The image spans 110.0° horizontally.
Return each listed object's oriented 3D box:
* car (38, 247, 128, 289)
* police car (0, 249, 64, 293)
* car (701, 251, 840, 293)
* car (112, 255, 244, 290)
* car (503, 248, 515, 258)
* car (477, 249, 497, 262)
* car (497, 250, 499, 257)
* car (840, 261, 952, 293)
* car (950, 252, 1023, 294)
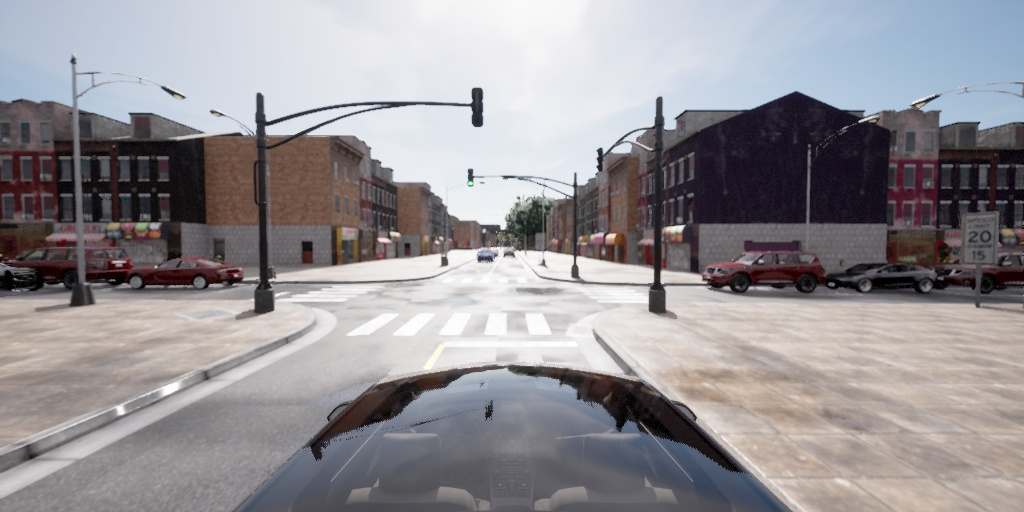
[{"bbox_3d":[-20.254,0.485,16.301,5.009,1.841,2.192,0,0,-1],"label":"car"},{"bbox_3d":[-21.006,0.673,13.633,5.238,1.638,1.930,0,2,-1],"label":"police car"},{"bbox_3d":[11.587,0.673,16.625,5.009,1.841,2.192,0,0,-1],"label":"car"},{"bbox_3d":[-14.821,0.745,16.356,4.507,1.381,1.888,0,0,-1],"label":"car"},{"bbox_3d":[-0.467,-0.504,58.302,1.812,1.442,4.674,0,2,0],"label":"car"},{"bbox_3d":[-3.182,-0.097,43.504,1.882,1.535,5.008,0,2,0],"label":"car"},{"bbox_3d":[-3.255,-0.576,62.887,2.033,1.411,5.357,0,2,0],"label":"car"},{"bbox_3d":[17.013,0.958,16.681,4.313,1.339,1.948,0,0,-1],"label":"car"},{"bbox_3d":[22.440,0.743,16.736,5.009,1.841,2.192,0,0,-1],"label":"car"}]
